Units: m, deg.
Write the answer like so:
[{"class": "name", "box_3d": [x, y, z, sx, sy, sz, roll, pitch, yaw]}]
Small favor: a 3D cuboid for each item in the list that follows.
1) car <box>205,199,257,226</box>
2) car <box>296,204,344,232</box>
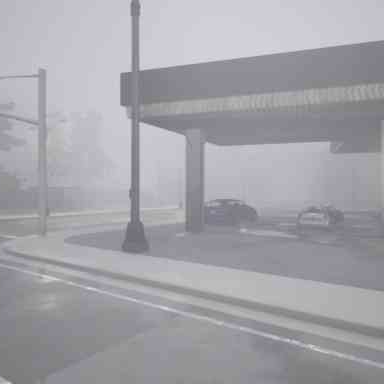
[{"class": "car", "box_3d": [2.648, 1.291, 22.587, 2.242, 1.667, 4.611, 0, 0, 37]}, {"class": "car", "box_3d": [7.722, 1.454, 19.787, 1.970, 1.475, 3.806, 0, 0, 37]}]
